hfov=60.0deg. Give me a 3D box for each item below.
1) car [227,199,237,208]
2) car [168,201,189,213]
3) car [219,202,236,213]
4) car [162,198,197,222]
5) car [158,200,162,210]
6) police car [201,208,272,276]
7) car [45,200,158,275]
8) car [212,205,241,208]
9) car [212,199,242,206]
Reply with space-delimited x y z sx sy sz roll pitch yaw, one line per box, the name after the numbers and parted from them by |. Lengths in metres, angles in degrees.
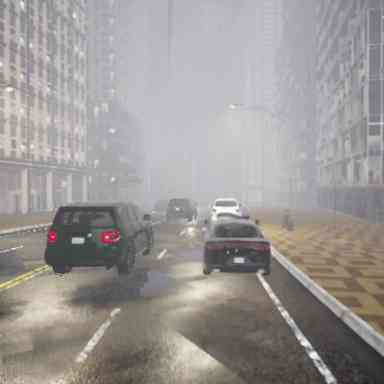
7.702 2.215 63.897 1.882 1.535 5.008 0 -1 6 | car
-1.801 2.027 45.539 1.837 1.490 4.892 0 -1 11 | car
4.958 2.143 45.841 1.895 1.301 4.718 0 -1 10 | car
-0.836 1.579 30.368 2.150 2.045 5.566 0 -1 8 | car
-4.436 1.907 49.173 2.097 1.767 4.553 0 -1 10 | car
1.338 1.558 10.998 1.930 1.638 5.238 0 -1 3 | police car
-2.737 1.355 11.076 2.150 2.045 5.566 0 -1 3 | car
2.093 1.774 20.610 1.812 1.442 4.674 0 -1 6 | car
2.751 1.542 26.459 2.150 2.045 5.566 0 -1 7 | car
